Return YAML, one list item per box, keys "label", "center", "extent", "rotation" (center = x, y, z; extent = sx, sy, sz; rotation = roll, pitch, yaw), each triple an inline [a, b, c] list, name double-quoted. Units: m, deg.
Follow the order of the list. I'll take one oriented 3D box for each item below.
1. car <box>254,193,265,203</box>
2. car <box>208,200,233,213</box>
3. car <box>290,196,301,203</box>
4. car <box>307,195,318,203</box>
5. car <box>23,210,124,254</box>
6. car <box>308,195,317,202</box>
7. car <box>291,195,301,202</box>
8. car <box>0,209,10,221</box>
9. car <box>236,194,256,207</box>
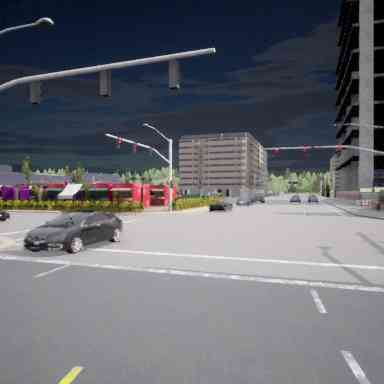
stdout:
- label: "car"
  center: [13.234, 1.219, 66.620]
  extent: [2.150, 2.045, 5.566]
  rotation: [0, 0, 19]
- label: "car"
  center: [3.285, 1.601, 37.283]
  extent: [1.895, 1.301, 4.718]
  rotation: [0, 0, 19]
- label: "car"
  center: [21.531, 1.555, 69.256]
  extent: [1.994, 1.385, 4.181]
  rotation: [0, 0, 19]
- label: "car"
  center: [24.740, 1.541, 67.821]
  extent: [2.033, 1.411, 5.357]
  rotation: [0, 0, 19]
- label: "car"
  center: [-4.565, 1.522, 13.614]
  extent: [1.837, 1.490, 4.892]
  rotation: [0, -1, 17]
- label: "car"
  center: [28.031, 1.524, 77.677]
  extent: [1.812, 1.442, 4.674]
  rotation: [0, 0, 19]
- label: "car"
  center: [24.609, 1.540, 78.480]
  extent: [2.033, 1.411, 5.357]
  rotation: [0, 0, 19]
- label: "car"
  center: [-16.472, 1.619, 26.100]
  extent: [4.181, 1.385, 1.994]
  rotation: [0, 0, 19]
- label: "car"
  center: [8.124, 1.489, 51.671]
  extent: [2.128, 1.511, 4.902]
  rotation: [0, 0, 19]
